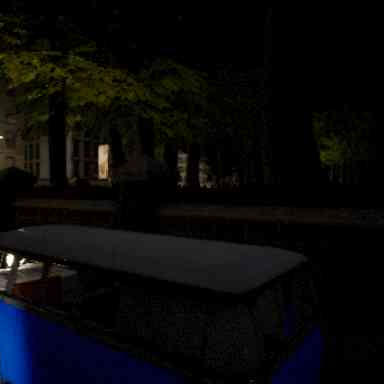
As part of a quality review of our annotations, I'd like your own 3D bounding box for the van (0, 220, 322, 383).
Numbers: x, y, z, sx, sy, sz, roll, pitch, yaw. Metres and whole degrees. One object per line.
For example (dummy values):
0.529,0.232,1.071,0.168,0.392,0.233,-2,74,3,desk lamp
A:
-0.766,1.319,3.406,3.998,1.788,1.690,1,0,36,van
